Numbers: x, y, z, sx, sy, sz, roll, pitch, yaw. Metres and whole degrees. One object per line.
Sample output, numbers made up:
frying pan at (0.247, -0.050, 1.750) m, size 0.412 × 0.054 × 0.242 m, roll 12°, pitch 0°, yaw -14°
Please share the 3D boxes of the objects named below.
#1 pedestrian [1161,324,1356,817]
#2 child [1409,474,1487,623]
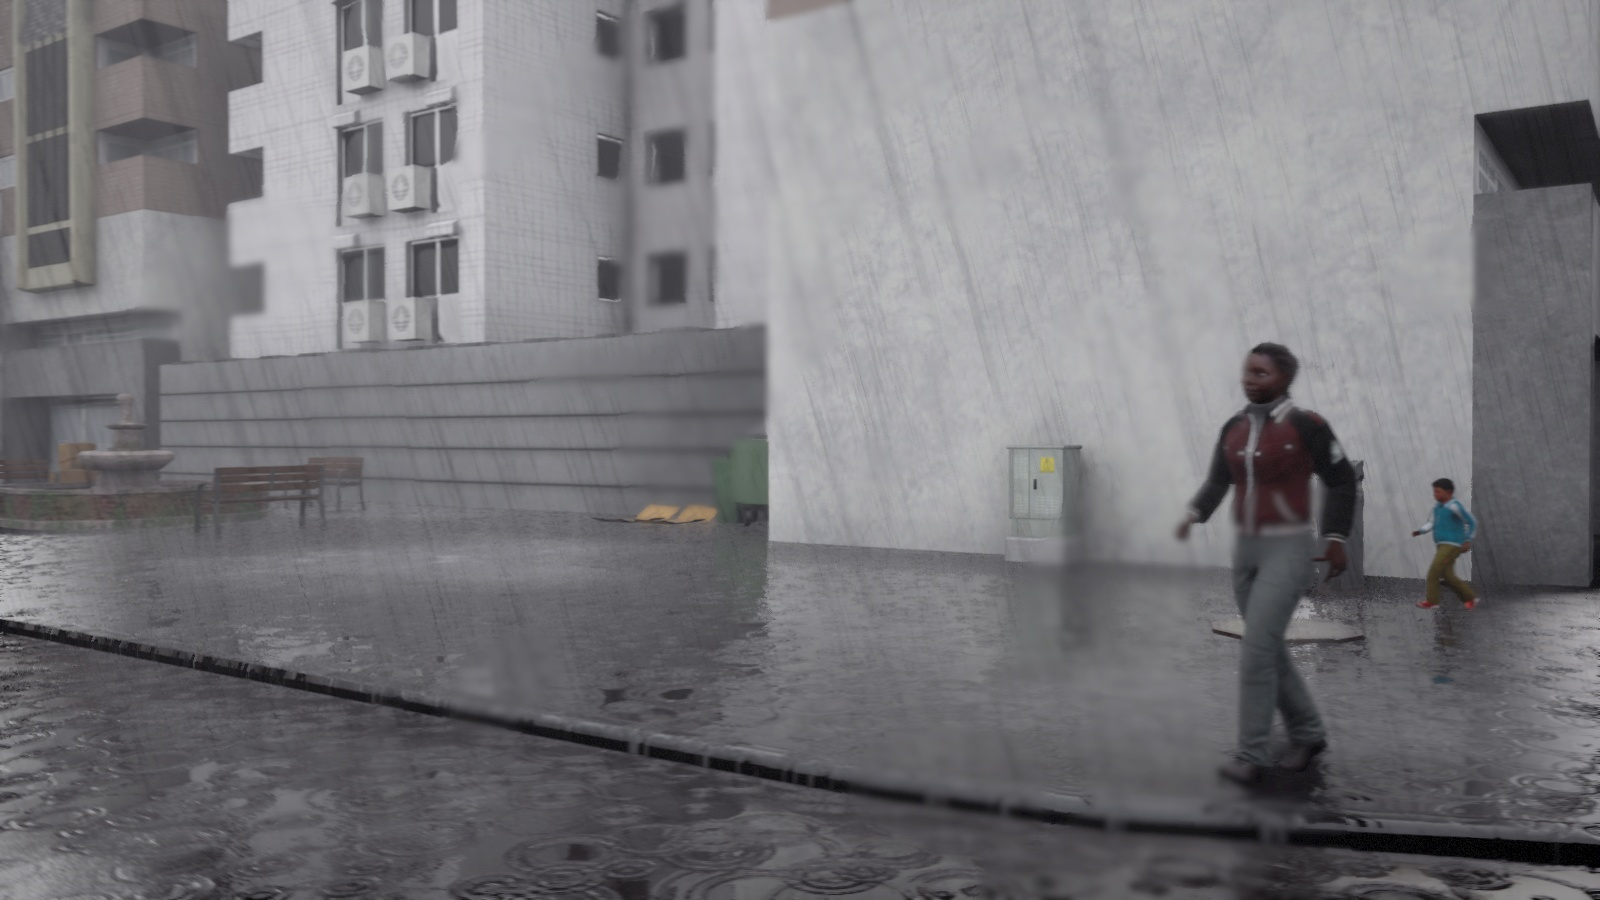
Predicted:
pedestrian at (1.910, 0.471, 5.243) m, size 0.666 × 1.930 × 0.402 m, roll 0°, pitch 1°, yaw -27°
child at (5.341, 0.805, 10.359) m, size 0.448 × 1.192 × 0.343 m, roll 0°, pitch 1°, yaw 0°
